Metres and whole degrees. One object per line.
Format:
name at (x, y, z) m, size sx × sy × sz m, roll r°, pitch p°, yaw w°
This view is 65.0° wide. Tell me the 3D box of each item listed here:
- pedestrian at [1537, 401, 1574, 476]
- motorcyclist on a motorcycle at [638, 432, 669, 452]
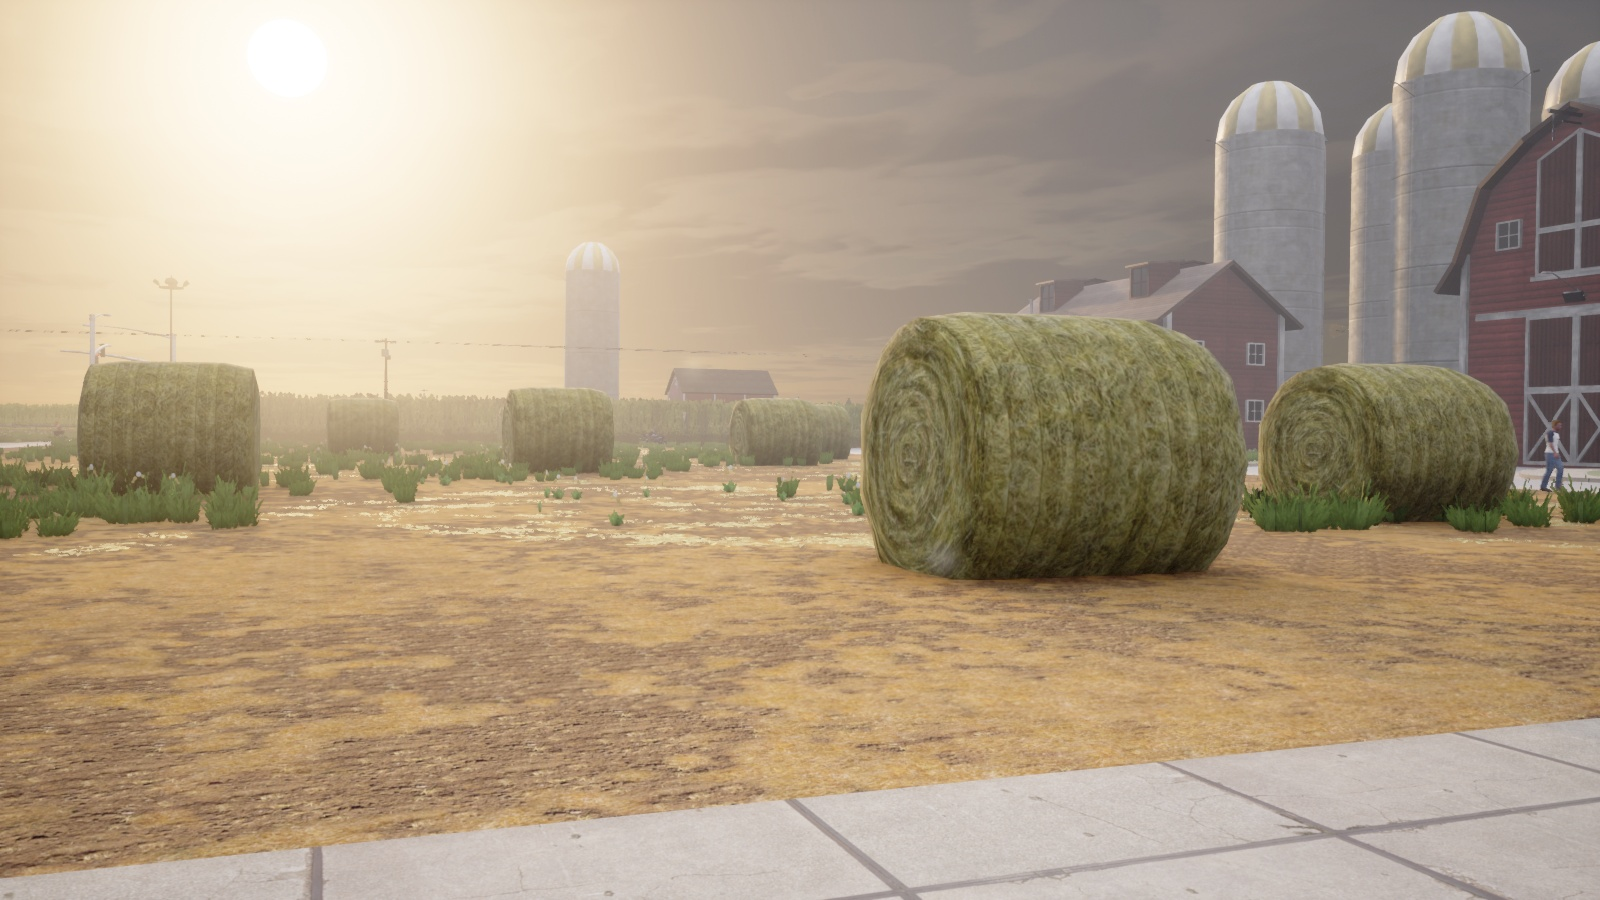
pedestrian at (18.845, -0.286, 31.316) m, size 0.354 × 1.836 × 0.706 m, roll -1°, pitch 1°, yaw -38°
motorcyclist on a motorcycle at (-11.119, -0.601, 95.539) m, size 2.191 × 1.530 × 0.866 m, roll -1°, pitch 1°, yaw -21°
